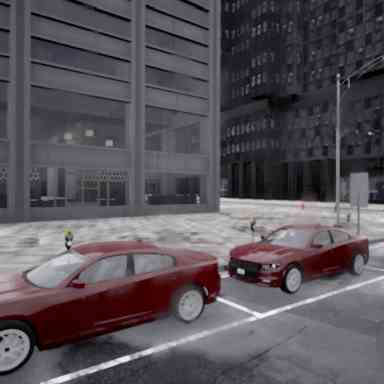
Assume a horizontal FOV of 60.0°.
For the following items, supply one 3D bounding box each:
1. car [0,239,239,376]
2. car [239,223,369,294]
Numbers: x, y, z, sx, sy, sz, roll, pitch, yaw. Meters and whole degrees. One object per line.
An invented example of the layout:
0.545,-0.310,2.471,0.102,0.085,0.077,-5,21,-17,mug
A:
-1.554,1.544,5.568,4.507,1.381,1.887,0,0,-36,car
2.923,1.543,8.805,4.507,1.381,1.887,0,0,-36,car
